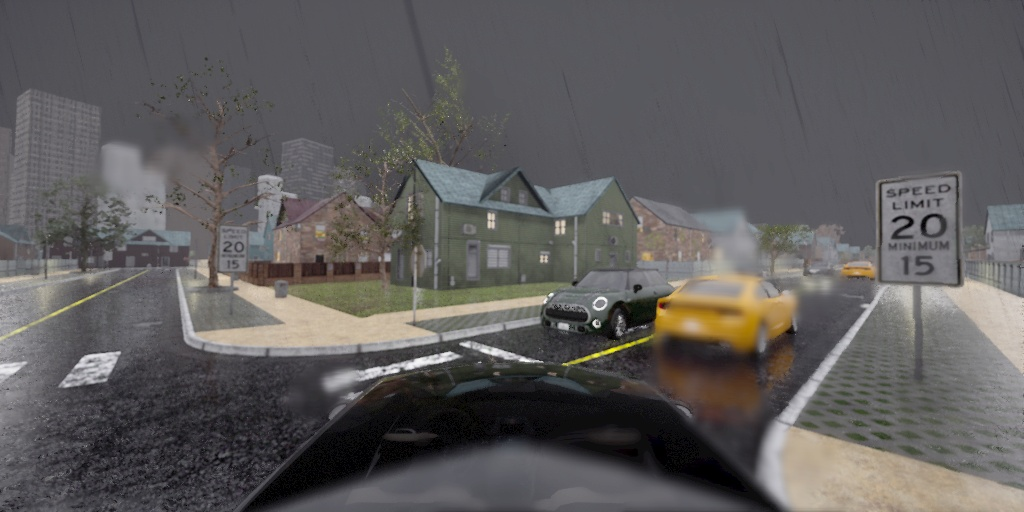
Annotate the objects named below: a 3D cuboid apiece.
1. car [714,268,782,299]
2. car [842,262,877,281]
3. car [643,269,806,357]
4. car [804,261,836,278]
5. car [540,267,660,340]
[{"bbox_3d":[12.638,1.347,19.064,4.718,1.301,1.895,0,0,-42],"label":"car"},{"bbox_3d":[29.209,1.205,30.070,5.008,1.535,1.882,0,0,-41],"label":"car"},{"bbox_3d":[5.370,1.221,8.694,5.008,1.535,1.882,0,0,-42],"label":"car"},{"bbox_3d":[28.786,1.243,33.478,4.902,1.511,2.128,0,-1,-42],"label":"car"},{"bbox_3d":[2.875,1.119,10.222,4.553,1.767,2.097,0,-1,-43],"label":"car"}]
